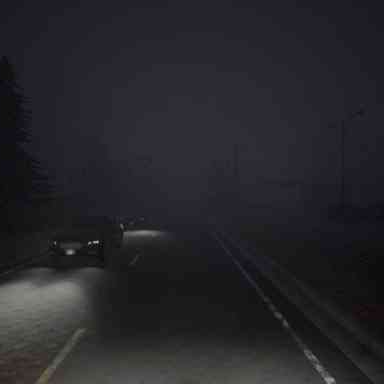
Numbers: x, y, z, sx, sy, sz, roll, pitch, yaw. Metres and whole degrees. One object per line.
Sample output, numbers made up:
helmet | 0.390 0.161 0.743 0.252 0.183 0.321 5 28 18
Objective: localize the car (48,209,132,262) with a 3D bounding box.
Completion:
car | -3.887 1.654 12.925 2.128 1.511 4.902 0 -1 -1

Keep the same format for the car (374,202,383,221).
car | 16.647 1.676 29.311 2.152 1.636 5.027 0 -1 -1

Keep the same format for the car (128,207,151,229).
car | -4.076 1.830 24.347 1.812 1.442 4.674 0 -1 -1

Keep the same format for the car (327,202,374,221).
car | 13.512 1.687 29.211 2.007 1.523 4.514 0 -1 -1
